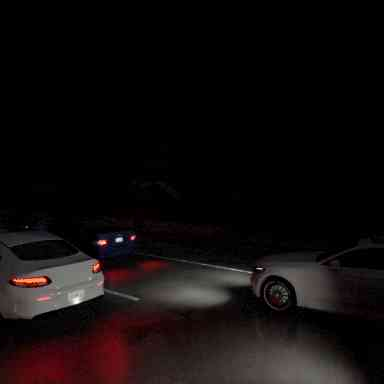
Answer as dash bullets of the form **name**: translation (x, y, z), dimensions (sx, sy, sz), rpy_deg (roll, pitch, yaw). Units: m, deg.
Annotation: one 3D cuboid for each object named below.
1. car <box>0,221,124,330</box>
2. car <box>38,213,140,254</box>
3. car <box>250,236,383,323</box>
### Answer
- **car**: translation (-3.720, 1.455, 6.676), dimensions (4.674, 1.442, 1.812), rpy_deg (1, 1, 36)
- **car**: translation (-4.196, 1.429, 11.335), dimensions (5.357, 1.411, 2.033), rpy_deg (1, 1, 36)
- **car**: translation (3.332, 1.524, 5.915), dimensions (4.674, 1.442, 1.812), rpy_deg (0, 0, 36)
